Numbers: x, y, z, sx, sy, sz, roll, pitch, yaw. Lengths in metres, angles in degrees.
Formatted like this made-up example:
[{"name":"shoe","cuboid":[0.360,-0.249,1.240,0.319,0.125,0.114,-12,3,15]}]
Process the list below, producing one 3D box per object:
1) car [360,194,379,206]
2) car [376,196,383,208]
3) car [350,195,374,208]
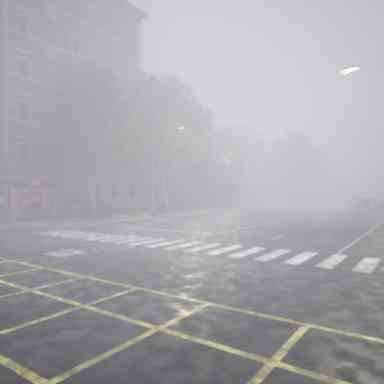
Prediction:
[{"name":"car","cuboid":[30.269,1.564,56.693,2.128,1.511,4.902,-1,0,35]},{"name":"car","cuboid":[27.757,1.602,46.951,1.994,1.385,4.181,-1,0,36]},{"name":"car","cuboid":[24.897,1.564,48.956,2.128,1.511,4.902,-1,0,35]}]
